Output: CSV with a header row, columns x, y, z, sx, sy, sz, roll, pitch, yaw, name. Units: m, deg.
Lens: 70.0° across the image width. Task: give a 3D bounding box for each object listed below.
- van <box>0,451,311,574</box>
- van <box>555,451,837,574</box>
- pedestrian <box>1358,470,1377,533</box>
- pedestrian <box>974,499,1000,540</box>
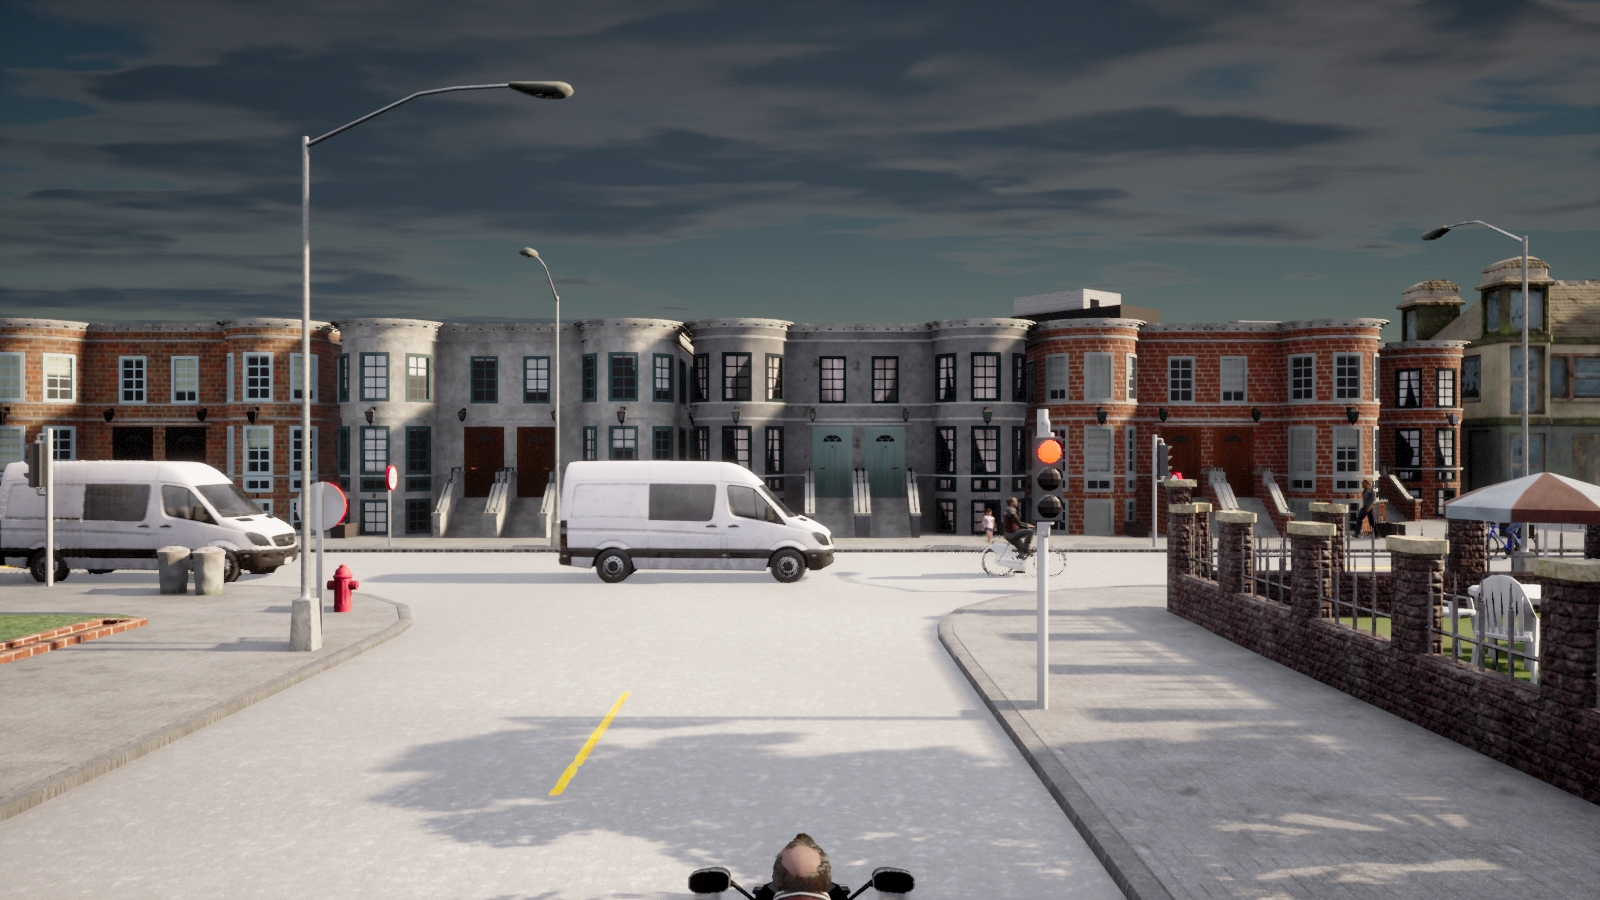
x,y,z,sx,sy,sz,roll,pitch,yaw,name
-14.026,1.304,24.871,5.915,2.561,1.988,0,0,1,van
-2.178,1.304,24.917,5.915,2.561,1.988,0,0,0,van
16.797,1.512,33.822,0.375,1.860,0.375,0,0,-7,pedestrian
5.125,1.892,31.267,0.500,1.100,0.500,0,0,-30,pedestrian
